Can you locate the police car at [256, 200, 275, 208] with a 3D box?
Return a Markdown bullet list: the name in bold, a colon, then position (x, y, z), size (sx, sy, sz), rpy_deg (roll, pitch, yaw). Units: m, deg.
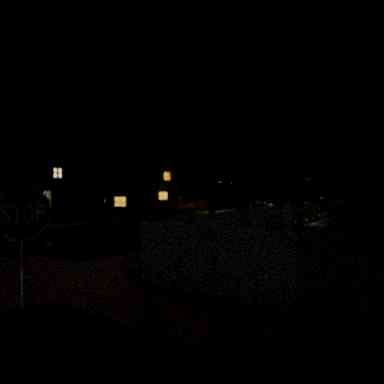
- **police car**: position (8.050, 1.710, 38.949), size (2.038, 1.542, 4.974), rpy_deg (-1, -1, 34)
